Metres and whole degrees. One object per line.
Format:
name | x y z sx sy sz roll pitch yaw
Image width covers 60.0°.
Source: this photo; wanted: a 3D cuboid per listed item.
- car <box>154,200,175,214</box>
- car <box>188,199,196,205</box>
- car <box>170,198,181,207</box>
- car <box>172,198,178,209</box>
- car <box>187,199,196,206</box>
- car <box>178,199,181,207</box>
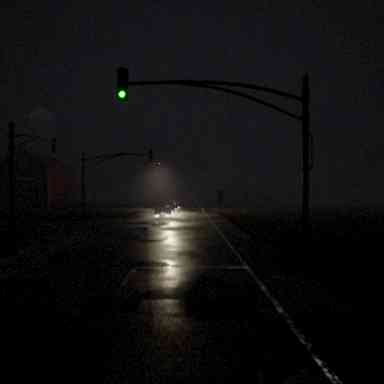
car | -3.608 2.075 42.414 1.994 1.385 4.181 0 -1 0
car | -0.037 2.468 84.305 1.837 1.490 4.892 0 -1 0
car | -3.529 2.168 70.404 2.097 1.767 4.553 0 -1 0
car | -3.602 2.135 51.075 1.812 1.442 4.674 0 -1 0
car | -0.032 2.421 74.713 1.994 1.385 4.181 0 -1 0
car | -3.586 2.191 60.426 1.882 1.535 5.008 0 -1 1
